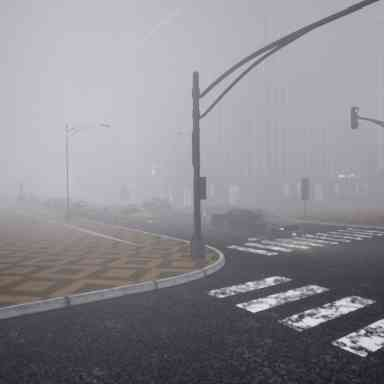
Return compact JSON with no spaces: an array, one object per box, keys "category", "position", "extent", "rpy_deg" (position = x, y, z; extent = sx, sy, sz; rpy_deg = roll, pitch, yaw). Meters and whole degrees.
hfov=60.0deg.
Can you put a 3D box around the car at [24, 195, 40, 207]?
[{"category":"car","position":[-23.444,1.410,50.127],"extent":[1.967,1.590,4.097],"rpy_deg":[-1,1,-36]}]

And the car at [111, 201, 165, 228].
[{"category":"car","position":[-4.019,1.551,22.819],"extent":[1.752,1.417,4.829],"rpy_deg":[-1,1,-36]}]

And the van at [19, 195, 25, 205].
[{"category":"van","position":[-26.684,1.302,54.642],"extent":[1.690,1.788,3.998],"rpy_deg":[-1,1,-36]}]

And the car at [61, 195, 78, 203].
[{"category":"car","position":[-23.517,1.384,63.752],"extent":[2.008,1.369,4.403],"rpy_deg":[-1,1,-36]}]

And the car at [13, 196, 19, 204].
[{"category":"car","position":[-33.158,1.493,63.676],"extent":[2.008,1.369,4.403],"rpy_deg":[-1,1,-36]}]

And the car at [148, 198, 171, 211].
[{"category":"car","position":[-4.041,1.327,36.691],"extent":[1.967,1.590,4.097],"rpy_deg":[-1,1,-36]}]

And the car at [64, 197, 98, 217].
[{"category":"car","position":[-10.440,1.532,31.893],"extent":[1.752,1.417,4.829],"rpy_deg":[-1,1,-36]}]

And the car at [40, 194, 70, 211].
[{"category":"car","position":[-16.968,1.428,41.095],"extent":[1.967,1.590,4.097],"rpy_deg":[-1,1,-36]}]

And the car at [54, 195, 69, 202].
[{"category":"car","position":[-26.755,1.405,68.268],"extent":[1.802,1.307,4.206],"rpy_deg":[-1,1,-36]}]

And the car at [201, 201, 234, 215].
[{"category":"car","position":[2.496,1.454,27.700],"extent":[2.008,1.369,4.403],"rpy_deg":[-1,1,-36]}]

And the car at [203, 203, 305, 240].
[{"category":"car","position":[3.153,1.547,17.439],"extent":[2.033,1.411,5.357],"rpy_deg":[-1,1,-36]}]

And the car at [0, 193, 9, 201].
[{"category":"car","position":[-46.112,1.448,81.739],"extent":[1.887,1.381,4.507],"rpy_deg":[-1,1,-36]}]

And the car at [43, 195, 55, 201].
[{"category":"car","position":[-33.331,1.329,77.437],"extent":[1.752,1.417,4.829],"rpy_deg":[-1,1,-36]}]

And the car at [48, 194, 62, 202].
[{"category":"car","position":[-29.994,1.254,72.783],"extent":[1.967,1.590,4.097],"rpy_deg":[-1,1,-36]}]
